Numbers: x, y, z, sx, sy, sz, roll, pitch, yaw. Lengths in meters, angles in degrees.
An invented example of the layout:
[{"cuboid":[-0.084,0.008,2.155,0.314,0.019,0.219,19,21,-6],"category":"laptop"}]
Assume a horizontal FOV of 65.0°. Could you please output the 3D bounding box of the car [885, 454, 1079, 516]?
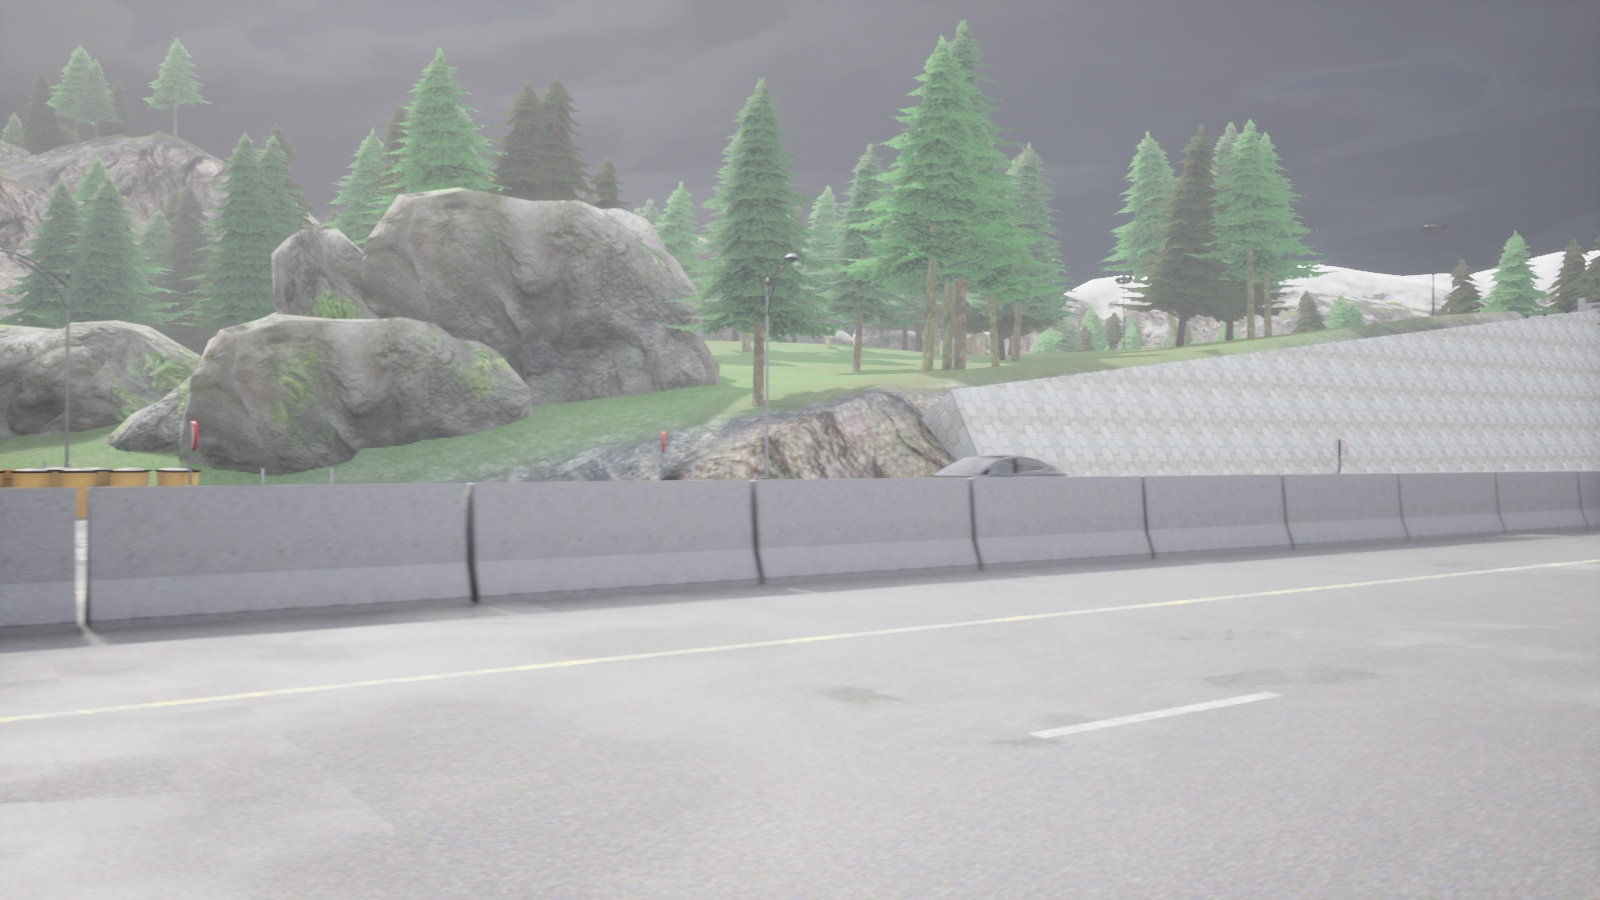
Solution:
[{"cuboid":[4.743,0.846,32.546,4.792,1.488,2.163,0,0,-35],"category":"car"}]
